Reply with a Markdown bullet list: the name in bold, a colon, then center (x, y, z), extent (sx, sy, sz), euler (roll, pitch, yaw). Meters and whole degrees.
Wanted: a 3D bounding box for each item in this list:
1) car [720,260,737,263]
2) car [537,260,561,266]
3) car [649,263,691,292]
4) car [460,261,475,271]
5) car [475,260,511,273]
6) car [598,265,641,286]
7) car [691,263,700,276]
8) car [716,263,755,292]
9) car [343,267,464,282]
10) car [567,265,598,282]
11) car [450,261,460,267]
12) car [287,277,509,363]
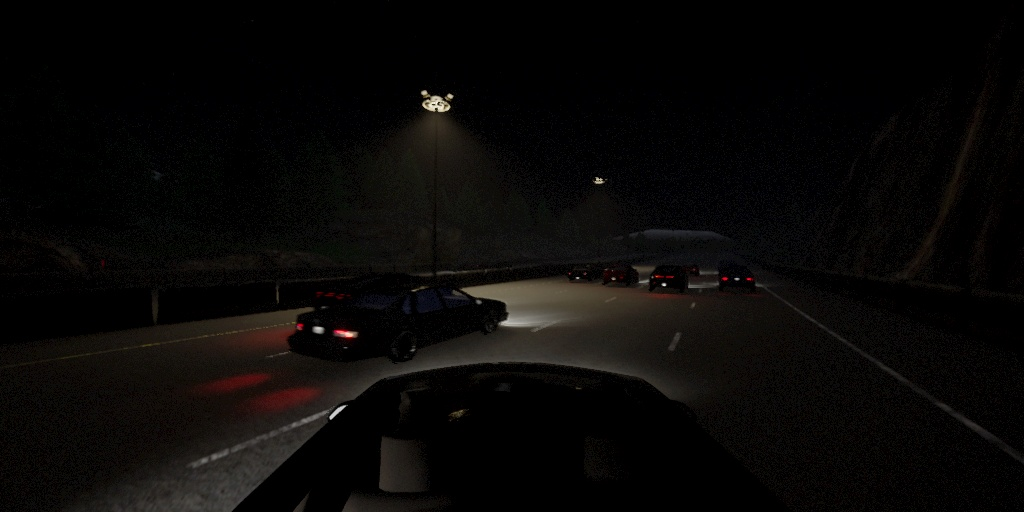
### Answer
- **car**: center (21.648, 1.183, 35.881), extent (1.882, 1.535, 5.008), euler (0, 0, 30)
- **car**: center (5.212, 1.312, 49.700), extent (2.033, 1.411, 5.357), euler (0, 0, 30)
- **car**: center (9.600, 1.317, 21.869), extent (1.837, 1.490, 4.892), euler (0, 0, 30)
- **car**: center (-4.227, 1.329, 47.392), extent (1.882, 1.535, 5.008), euler (0, 0, 30)
- **car**: center (-1.972, 1.325, 44.296), extent (1.882, 1.535, 5.008), euler (0, 0, 30)
- **car**: center (7.971, 1.346, 26.095), extent (1.812, 1.442, 4.674), euler (0, 0, 30)
- **car**: center (17.941, 1.333, 36.447), extent (1.895, 1.301, 4.718), euler (0, 0, 30)
- **car**: center (13.801, 1.337, 22.164), extent (2.033, 1.411, 5.357), euler (0, 0, 30)
- **car**: center (-4.018, 1.303, 12.162), extent (1.882, 1.535, 5.008), euler (0, 0, 30)
- **car**: center (6.284, 1.429, 30.167), extent (1.895, 1.301, 4.718), euler (0, 0, 30)
- **car**: center (-6.769, 1.385, 49.984), extent (1.812, 1.442, 4.674), euler (0, 0, 30)
- **car**: center (-2.127, 1.347, 8.407), extent (2.033, 1.411, 5.357), euler (0, 0, 30)
